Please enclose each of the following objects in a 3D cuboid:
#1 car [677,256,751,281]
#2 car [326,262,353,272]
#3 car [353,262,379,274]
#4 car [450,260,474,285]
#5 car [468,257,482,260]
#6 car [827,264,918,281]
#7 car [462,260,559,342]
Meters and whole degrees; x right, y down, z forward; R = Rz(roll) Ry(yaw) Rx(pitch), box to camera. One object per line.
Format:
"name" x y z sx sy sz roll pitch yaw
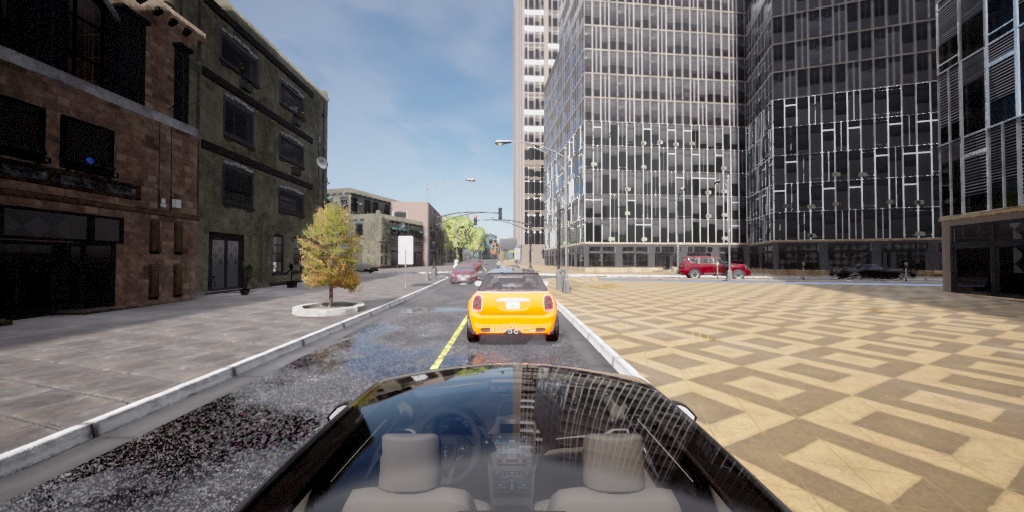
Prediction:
"car" 15.744 0.939 28.235 5.009 1.841 2.192 0 0 18
"car" -20.587 1.318 40.121 4.313 1.339 1.948 0 0 18
"car" -18.329 1.335 41.993 5.357 1.411 2.033 0 -1 18
"car" -3.380 1.281 26.337 1.812 1.442 4.674 0 0 -3
"car" -5.479 1.240 53.338 1.882 1.535 5.008 0 0 -6
"car" 27.270 1.229 27.244 4.718 1.301 1.895 0 -1 18
"car" 0.004 1.105 9.980 2.097 1.767 4.553 0 0 0
